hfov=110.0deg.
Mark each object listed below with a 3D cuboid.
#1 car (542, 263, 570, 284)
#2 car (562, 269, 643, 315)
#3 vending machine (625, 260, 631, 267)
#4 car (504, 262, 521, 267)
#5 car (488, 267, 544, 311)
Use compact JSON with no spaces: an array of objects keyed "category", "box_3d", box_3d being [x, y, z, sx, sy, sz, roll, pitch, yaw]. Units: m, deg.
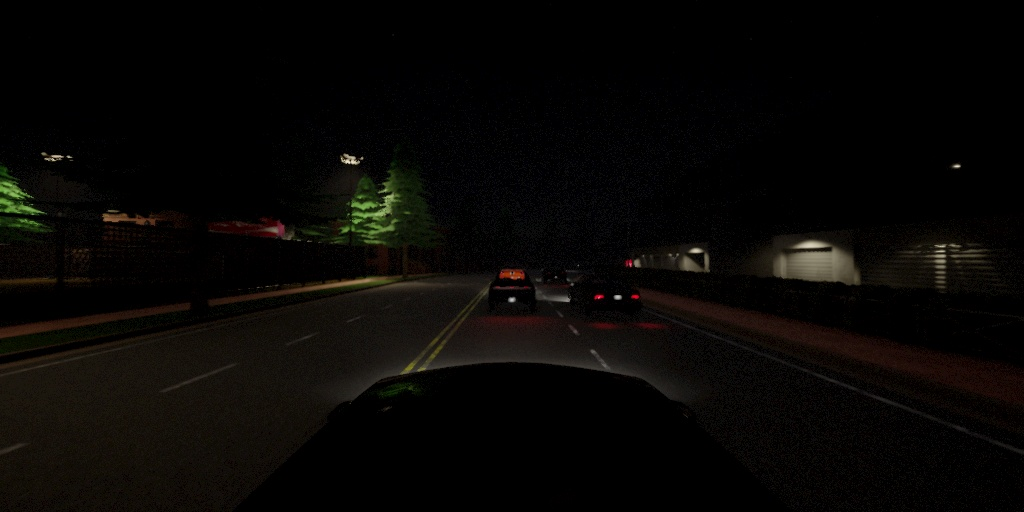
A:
[{"category":"car","box_3d":[3.625,1.549,31.070,1.882,1.535,5.008,0,0,3]},{"category":"car","box_3d":[3.505,1.436,14.350,2.033,1.411,5.357,0,-1,0]},{"category":"vending machine","box_3d":[18.307,1.539,55.930,1.100,2.100,0.880,0,0,45]},{"category":"car","box_3d":[0.089,1.413,30.257,2.097,1.767,4.553,0,-1,2]},{"category":"car","box_3d":[0.016,1.392,15.340,2.128,1.511,4.902,0,0,0]}]
